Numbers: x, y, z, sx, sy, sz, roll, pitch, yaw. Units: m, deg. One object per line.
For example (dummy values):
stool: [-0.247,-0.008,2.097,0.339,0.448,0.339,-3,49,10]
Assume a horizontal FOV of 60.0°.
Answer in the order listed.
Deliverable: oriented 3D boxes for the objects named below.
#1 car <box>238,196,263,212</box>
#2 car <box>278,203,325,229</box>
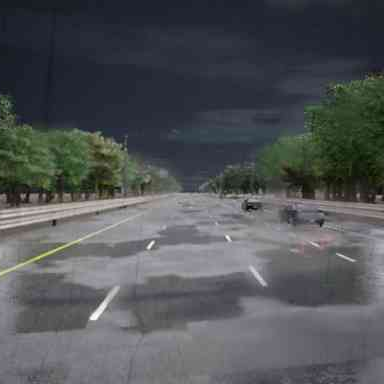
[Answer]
car: [7.024,1.480,39.189,1.882,1.535,5.008,0,0,0]
car: [7.014,1.484,21.796,2.128,1.511,4.902,0,0,0]
